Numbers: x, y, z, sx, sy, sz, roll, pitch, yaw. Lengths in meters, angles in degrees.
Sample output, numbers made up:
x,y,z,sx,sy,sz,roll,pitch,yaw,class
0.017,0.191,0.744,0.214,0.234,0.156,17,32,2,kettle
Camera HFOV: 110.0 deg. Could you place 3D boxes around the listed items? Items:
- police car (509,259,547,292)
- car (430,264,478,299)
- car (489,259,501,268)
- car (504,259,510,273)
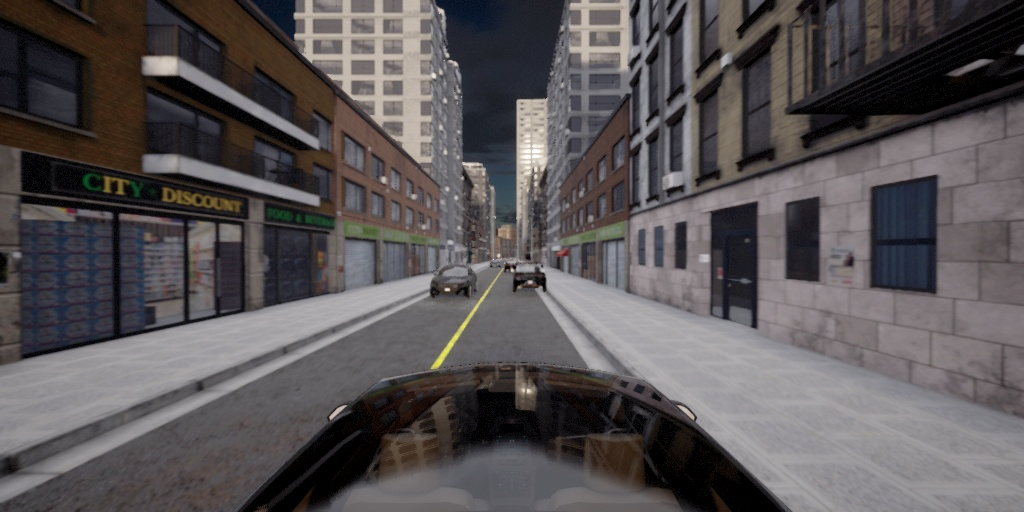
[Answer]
x,y,z,sx,sy,sz,roll,pitch,yaw,class
0.959,1.159,21.328,1.930,1.638,5.238,0,0,0,police car
-2.851,1.212,18.347,1.882,1.535,5.008,0,0,0,car
-2.790,1.284,59.813,2.033,1.411,5.357,0,0,1,car
0.028,1.206,43.748,1.882,1.535,5.008,0,0,1,car
